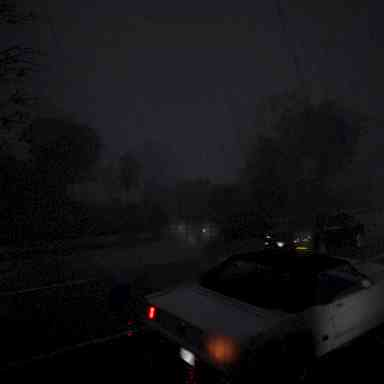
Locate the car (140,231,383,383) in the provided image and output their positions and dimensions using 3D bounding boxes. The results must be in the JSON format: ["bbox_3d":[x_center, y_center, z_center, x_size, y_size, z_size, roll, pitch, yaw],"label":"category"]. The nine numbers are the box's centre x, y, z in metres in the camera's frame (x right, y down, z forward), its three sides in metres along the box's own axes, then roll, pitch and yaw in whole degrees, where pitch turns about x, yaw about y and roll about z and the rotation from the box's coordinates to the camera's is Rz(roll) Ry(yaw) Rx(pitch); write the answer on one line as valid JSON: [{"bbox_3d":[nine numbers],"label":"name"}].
[{"bbox_3d":[1.704,1.580,5.170,4.718,1.301,1.895,0,0,-37],"label":"car"}]

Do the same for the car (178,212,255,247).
[{"bbox_3d":[1.687,1.555,14.370,4.718,1.301,1.895,0,0,-40],"label":"car"}]

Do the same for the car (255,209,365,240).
[{"bbox_3d":[4.713,1.447,12.386,4.892,1.490,1.837,0,0,-40],"label":"car"}]
